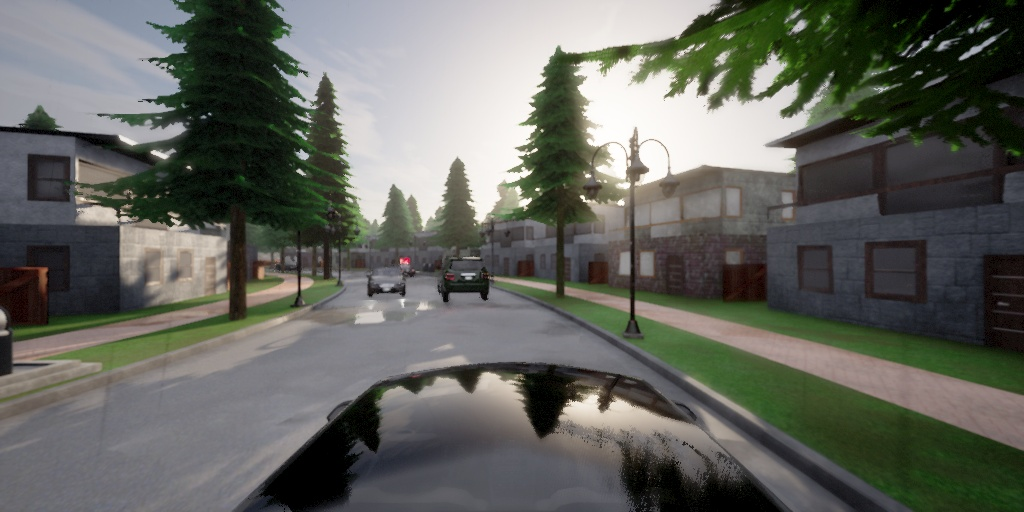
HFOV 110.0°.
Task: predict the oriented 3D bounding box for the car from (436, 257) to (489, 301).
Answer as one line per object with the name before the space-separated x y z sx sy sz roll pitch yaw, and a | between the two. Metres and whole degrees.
car | -2.628 1.071 18.463 2.150 2.045 5.566 0 0 -15

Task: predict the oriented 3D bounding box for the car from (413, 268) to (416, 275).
car | -11.835 1.512 37.633 2.033 1.411 5.357 0 0 -36

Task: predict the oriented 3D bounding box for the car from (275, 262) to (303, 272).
car | -32.088 1.558 51.529 4.892 1.490 1.837 0 0 31

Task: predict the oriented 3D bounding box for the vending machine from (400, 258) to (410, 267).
vending machine | -13.885 1.213 46.554 1.100 2.100 0.880 0 0 -43

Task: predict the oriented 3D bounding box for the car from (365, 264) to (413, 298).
car | -6.804 1.348 19.541 2.128 1.511 4.902 0 0 -19
